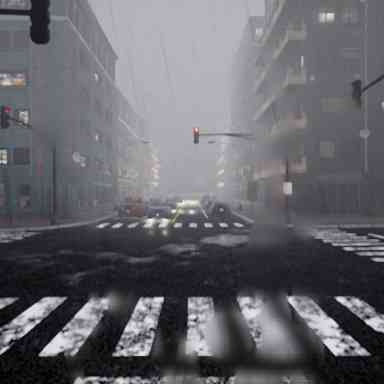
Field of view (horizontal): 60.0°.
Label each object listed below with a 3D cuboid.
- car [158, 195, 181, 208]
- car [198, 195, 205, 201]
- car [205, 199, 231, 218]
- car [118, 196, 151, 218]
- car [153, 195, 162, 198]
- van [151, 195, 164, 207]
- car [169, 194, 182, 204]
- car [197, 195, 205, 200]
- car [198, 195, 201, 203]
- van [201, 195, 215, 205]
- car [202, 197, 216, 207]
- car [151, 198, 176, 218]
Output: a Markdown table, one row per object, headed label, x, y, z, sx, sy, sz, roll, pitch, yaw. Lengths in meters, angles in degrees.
| label | x | y | z | sx | sy | sz | roll | pitch | yaw |
| --- | --- | --- | --- | --- | --- | --- | --- | --- | --- |
| car | -2.922 | 1.544 | 44.218 | 2.033 | 1.411 | 5.357 | 0 | 0 | 0 |
| car | 2.420 | 1.518 | 85.937 | 1.887 | 1.381 | 4.507 | 0 | 0 | 0 |
| car | 2.515 | 1.567 | 30.417 | 1.947 | 1.339 | 4.313 | 0 | 0 | 0 |
| car | -5.365 | 1.316 | 30.403 | 2.192 | 1.841 | 5.009 | 0 | 0 | 0 |
| car | -5.394 | 1.540 | 47.059 | 1.887 | 1.381 | 4.507 | 0 | 0 | 0 |
| van | -5.403 | 1.334 | 52.611 | 1.690 | 1.788 | 3.998 | 0 | 0 | 0 |
| car | -2.868 | 1.514 | 63.653 | 1.812 | 1.442 | 4.674 | 0 | 0 | 0 |
| car | 2.411 | 1.514 | 91.490 | 1.887 | 1.381 | 4.507 | 0 | 0 | 0 |
| car | 2.468 | 1.431 | 58.177 | 1.967 | 1.590 | 4.097 | 0 | 0 | 0 |
| van | 2.487 | 1.337 | 47.073 | 1.690 | 1.788 | 3.998 | 0 | 0 | 0 |
| car | 2.496 | 1.580 | 41.521 | 1.802 | 1.307 | 4.206 | 0 | 0 | 0 |
| car | -2.902 | 1.548 | 30.727 | 2.033 | 1.411 | 5.357 | 0 | 0 | 0 |
